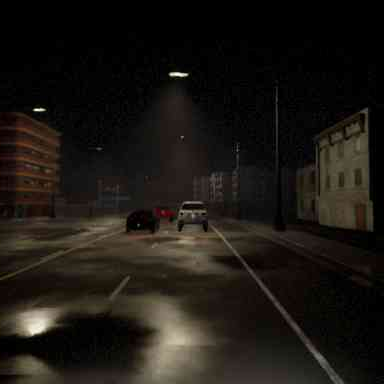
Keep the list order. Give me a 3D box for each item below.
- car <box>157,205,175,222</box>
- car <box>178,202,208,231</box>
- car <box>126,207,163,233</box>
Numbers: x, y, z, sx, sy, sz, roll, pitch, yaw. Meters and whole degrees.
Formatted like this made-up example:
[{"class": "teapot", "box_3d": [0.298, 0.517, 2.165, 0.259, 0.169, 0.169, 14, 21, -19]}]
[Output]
[{"class": "car", "box_3d": [-3.403, 2.689, 41.952, 2.150, 2.045, 5.566, 0, -3, 0]}, {"class": "car", "box_3d": [0.080, 1.850, 25.720, 2.150, 2.045, 5.566, 0, -3, 0]}, {"class": "car", "box_3d": [-3.398, 2.025, 23.660, 1.882, 1.535, 5.008, 0, -2, 0]}]
